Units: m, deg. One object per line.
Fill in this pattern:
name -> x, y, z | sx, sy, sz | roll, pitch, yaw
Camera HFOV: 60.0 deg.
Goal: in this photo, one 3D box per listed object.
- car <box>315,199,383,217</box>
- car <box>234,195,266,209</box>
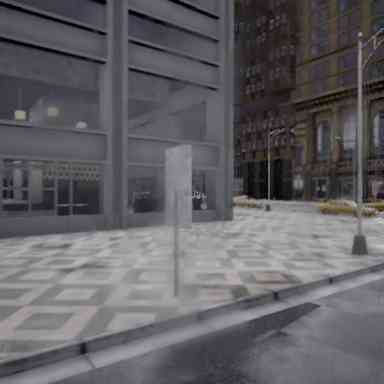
car -> 12.437, 1.251, 26.914 | 1.752, 1.417, 4.829 | 1, 0, -35
car -> 5.886, 1.065, 36.171 | 1.752, 1.417, 4.829 | 1, 0, -35
